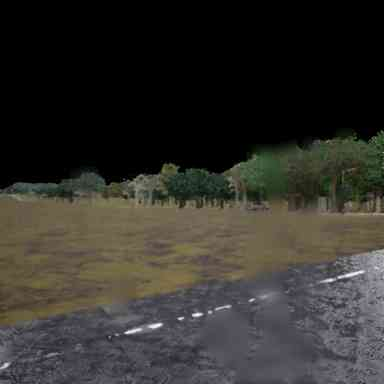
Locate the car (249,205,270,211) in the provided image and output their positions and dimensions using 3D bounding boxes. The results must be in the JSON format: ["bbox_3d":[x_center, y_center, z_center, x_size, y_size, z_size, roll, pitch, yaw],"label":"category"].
[{"bbox_3d":[15.537,3.768,77.400,2.033,1.411,5.357,2,-3,-33],"label":"car"}]
